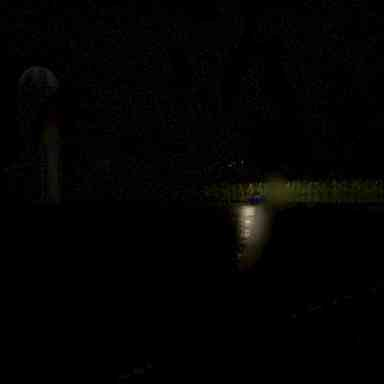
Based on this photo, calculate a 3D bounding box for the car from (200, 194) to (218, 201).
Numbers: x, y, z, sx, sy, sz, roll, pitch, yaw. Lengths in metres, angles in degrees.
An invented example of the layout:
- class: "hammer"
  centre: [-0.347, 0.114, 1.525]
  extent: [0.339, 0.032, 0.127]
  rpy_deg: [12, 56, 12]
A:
- class: "car"
  centre: [3.732, 1.219, 73.202]
  extent: [1.837, 1.490, 4.892]
  rpy_deg: [-1, 1, -36]

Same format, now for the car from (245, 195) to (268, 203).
- class: "car"
  centre: [11.996, 1.356, 61.969]
  extent: [1.812, 1.442, 4.674]
  rpy_deg: [-1, 1, -36]
